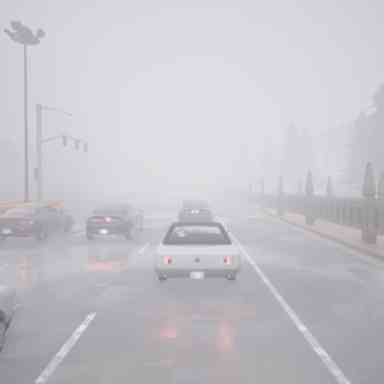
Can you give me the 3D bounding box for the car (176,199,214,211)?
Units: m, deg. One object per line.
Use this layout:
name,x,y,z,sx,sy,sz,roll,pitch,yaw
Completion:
car,0.174,1.149,18.814,1.837,1.490,4.892,0,1,0

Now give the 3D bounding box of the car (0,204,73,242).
car,-6.849,1.252,14.682,1.812,1.442,4.674,0,1,0

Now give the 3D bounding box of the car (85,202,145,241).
car,-3.347,1.223,15.090,1.837,1.490,4.892,0,1,0

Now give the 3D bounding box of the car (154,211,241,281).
car,0.124,1.434,9.256,1.895,1.301,4.718,0,1,0

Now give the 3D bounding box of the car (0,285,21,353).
car,-3.397,1.563,2.649,1.895,1.301,4.718,0,1,0
